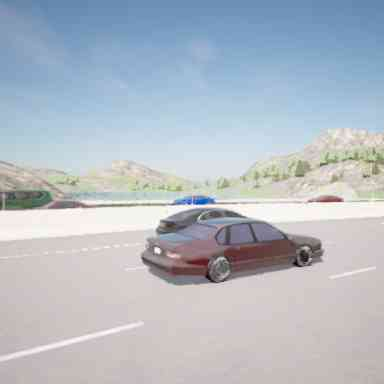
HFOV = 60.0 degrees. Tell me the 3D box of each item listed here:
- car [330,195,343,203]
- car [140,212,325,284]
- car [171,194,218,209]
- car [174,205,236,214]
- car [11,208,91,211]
[{"bbox_3d":[16.776,1.099,41.594,5.008,1.535,1.882,1,1,-24],"label":"car"},{"bbox_3d":[1.306,1.438,9.243,5.357,1.411,2.033,0,1,-32],"label":"car"},{"bbox_3d":[0.293,1.012,37.131,5.008,1.535,1.882,0,1,-29],"label":"car"},{"bbox_3d":[0.984,1.347,12.897,4.892,1.490,1.837,0,0,-33],"label":"car"},{"bbox_3d":[-7.852,1.206,19.739,4.674,1.442,1.812,0,1,-34],"label":"car"}]
